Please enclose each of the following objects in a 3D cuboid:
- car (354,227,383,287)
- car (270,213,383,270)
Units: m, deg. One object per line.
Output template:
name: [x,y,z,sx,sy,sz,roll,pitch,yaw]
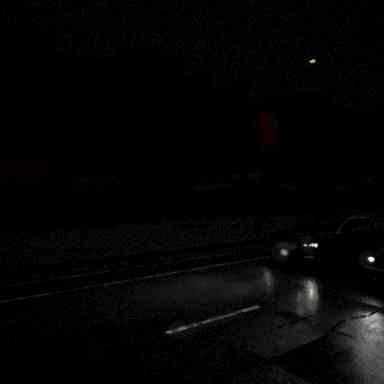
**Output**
car: [6.178,1.585,8.116,4.718,1.301,1.895,0,0,-36]
car: [4.649,1.475,11.019,4.902,1.511,2.128,0,0,-36]
